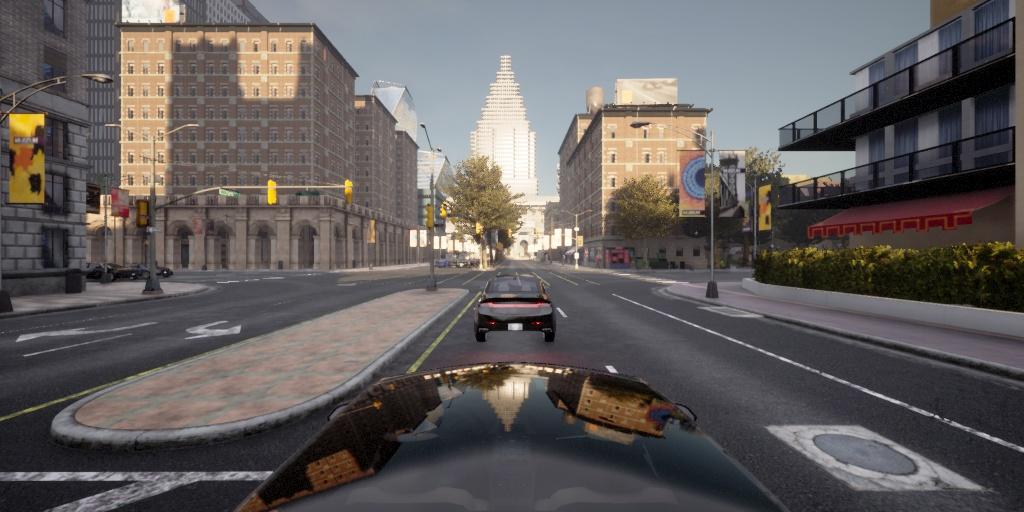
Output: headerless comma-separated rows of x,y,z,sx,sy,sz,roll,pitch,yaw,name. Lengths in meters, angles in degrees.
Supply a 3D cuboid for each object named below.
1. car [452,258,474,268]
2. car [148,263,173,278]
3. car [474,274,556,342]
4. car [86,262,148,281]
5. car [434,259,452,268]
-8.052,1.241,59.593,2.128,1.511,4.902,0,0,0,car
-33.633,1.314,32.693,4.181,1.385,1.994,0,0,-1,car
0.080,1.242,9.776,2.128,1.511,4.902,0,0,0,car
-33.345,1.228,29.200,5.008,1.535,1.882,0,0,0,car
-11.549,1.227,60.008,1.882,1.535,5.008,0,0,0,car
